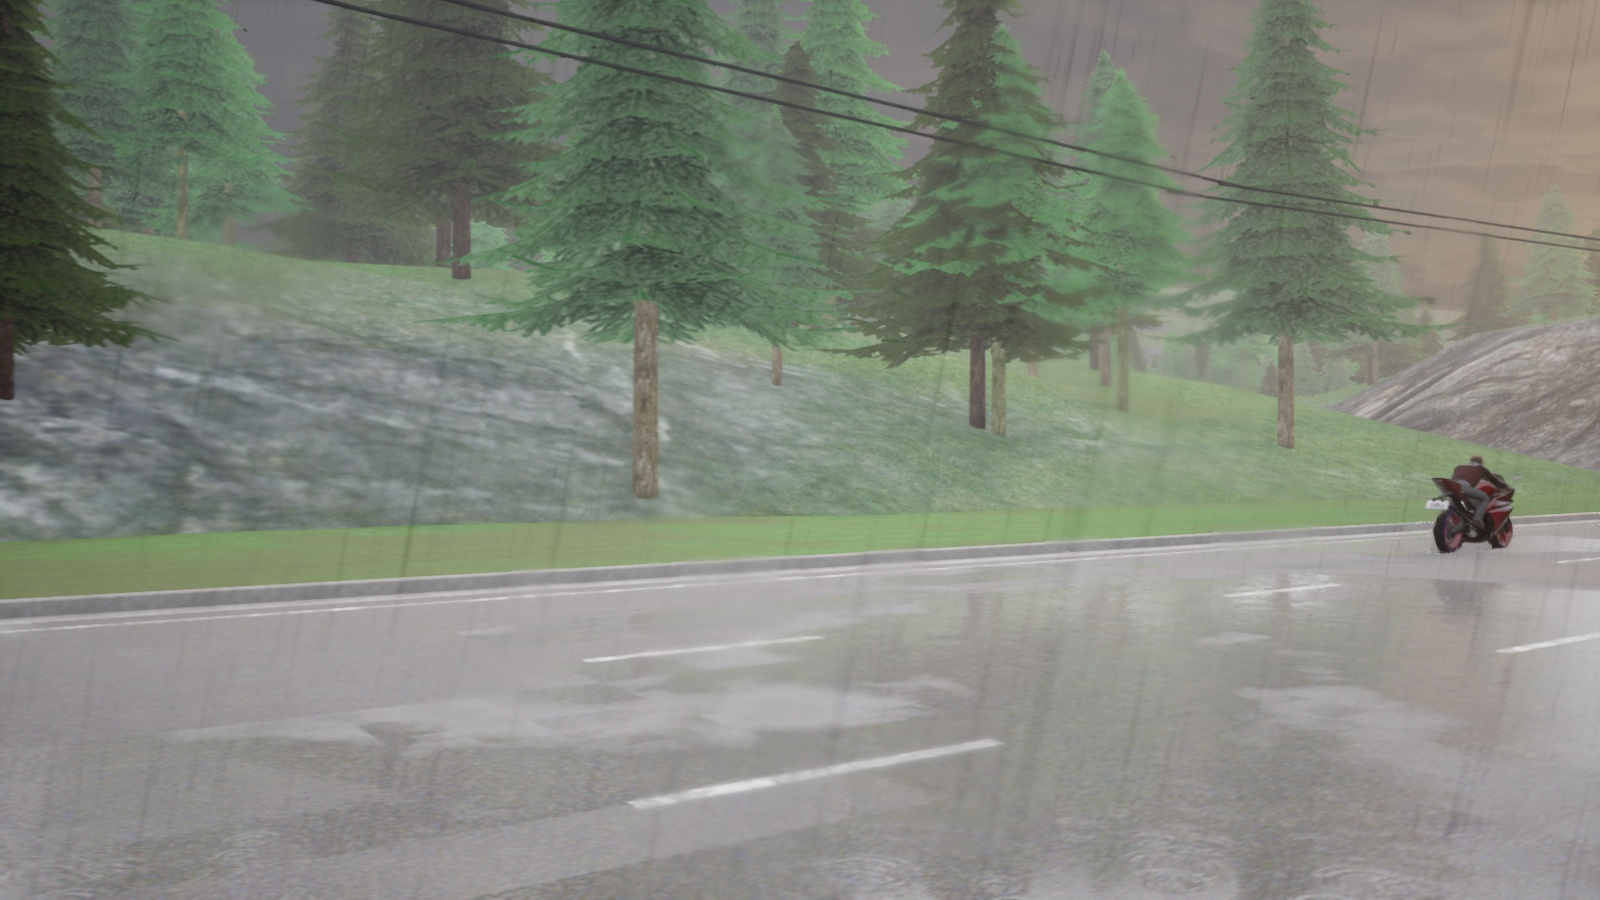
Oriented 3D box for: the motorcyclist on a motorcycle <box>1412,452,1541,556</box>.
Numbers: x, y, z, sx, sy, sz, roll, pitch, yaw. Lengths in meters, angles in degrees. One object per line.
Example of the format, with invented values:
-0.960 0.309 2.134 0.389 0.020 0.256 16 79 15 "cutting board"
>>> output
10.520 0.805 19.510 2.191 1.530 0.866 0 0 -35 "motorcyclist on a motorcycle"
